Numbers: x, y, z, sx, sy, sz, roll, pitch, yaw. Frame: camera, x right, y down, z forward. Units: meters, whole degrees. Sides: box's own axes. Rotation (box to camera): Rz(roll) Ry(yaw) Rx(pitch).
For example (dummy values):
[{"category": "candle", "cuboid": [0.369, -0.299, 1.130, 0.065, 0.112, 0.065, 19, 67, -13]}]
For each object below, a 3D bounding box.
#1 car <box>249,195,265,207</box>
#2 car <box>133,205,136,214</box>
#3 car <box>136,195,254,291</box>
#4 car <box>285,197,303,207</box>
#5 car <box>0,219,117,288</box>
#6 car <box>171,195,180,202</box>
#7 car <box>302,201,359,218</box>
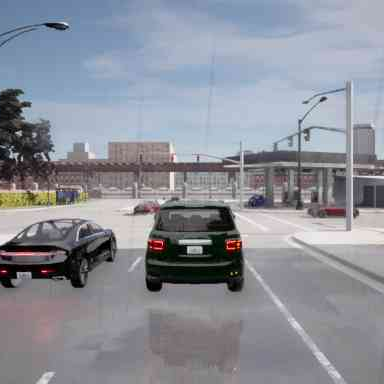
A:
[{"category": "car", "cuboid": [9.649, 1.295, 49.338, 2.242, 1.667, 4.611, 0, 0, 0]}, {"category": "car", "cuboid": [-4.281, 1.564, 34.259, 1.994, 1.385, 4.181, 0, 0, 23]}, {"category": "car", "cuboid": [0.073, 1.221, 9.153, 2.150, 2.045, 5.566, 0, 0, 0]}, {"category": "car", "cuboid": [15.393, 1.456, 50.107, 1.970, 1.475, 3.806, 0, 0, 0]}, {"category": "car", "cuboid": [-3.431, 1.492, 9.238, 2.128, 1.511, 4.902, 0, 0, 0]}, {"category": "car", "cuboid": [-3.592, 1.500, 74.234, 1.837, 1.490, 4.892, 0, 0, 0]}, {"category": "car", "cuboid": [12.354, 1.564, 29.210, 4.181, 1.385, 1.994, 0, 0, -1]}]
